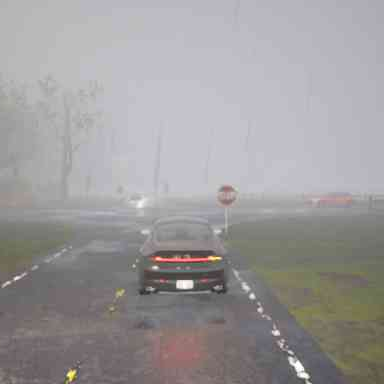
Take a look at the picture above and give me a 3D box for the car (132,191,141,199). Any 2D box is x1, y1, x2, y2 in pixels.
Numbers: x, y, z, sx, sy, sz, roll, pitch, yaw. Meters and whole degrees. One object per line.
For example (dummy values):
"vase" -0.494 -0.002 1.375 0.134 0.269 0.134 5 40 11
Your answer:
"car" -11.740 0.582 70.393 1.812 1.442 4.674 0 1 -9

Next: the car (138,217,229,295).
"car" -0.251 1.385 8.417 1.837 1.490 4.892 0 1 -3

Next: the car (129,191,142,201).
"car" -9.387 0.796 55.600 2.033 1.411 5.357 0 1 -9

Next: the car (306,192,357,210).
"car" 13.630 0.766 32.692 4.553 1.767 2.097 -1 1 -6
